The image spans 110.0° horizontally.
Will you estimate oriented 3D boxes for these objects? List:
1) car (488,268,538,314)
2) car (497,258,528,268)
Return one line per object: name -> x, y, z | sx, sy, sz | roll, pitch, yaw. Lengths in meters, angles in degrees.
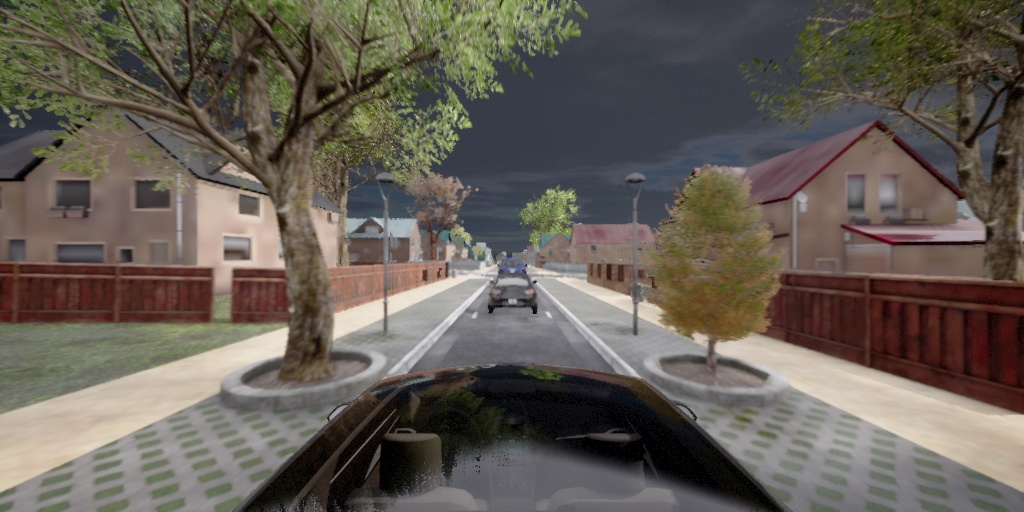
car -> 0.049, 1.385, 14.367 | 1.812, 1.442, 4.674 | 0, -1, 1
car -> 0.035, 1.204, 27.687 | 2.150, 2.045, 5.566 | 0, -1, 1
